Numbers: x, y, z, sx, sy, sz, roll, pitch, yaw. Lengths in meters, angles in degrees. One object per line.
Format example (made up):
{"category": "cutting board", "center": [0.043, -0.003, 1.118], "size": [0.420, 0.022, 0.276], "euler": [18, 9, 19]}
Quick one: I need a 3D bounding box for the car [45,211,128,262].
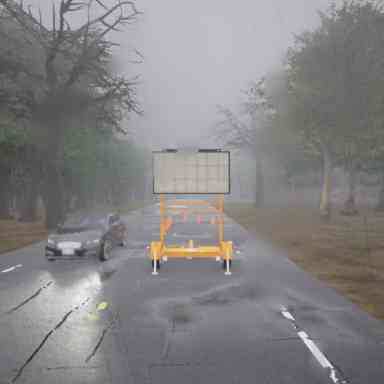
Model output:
{"category": "car", "center": [-3.620, 1.483, 12.163], "size": [2.128, 1.511, 4.902], "euler": [0, 0, 0]}

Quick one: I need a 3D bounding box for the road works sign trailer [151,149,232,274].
{"category": "road works sign trailer", "center": [-0.017, 0.458, 10.486], "size": [2.380, 3.560, 2.880], "euler": [0, 0, 0]}
